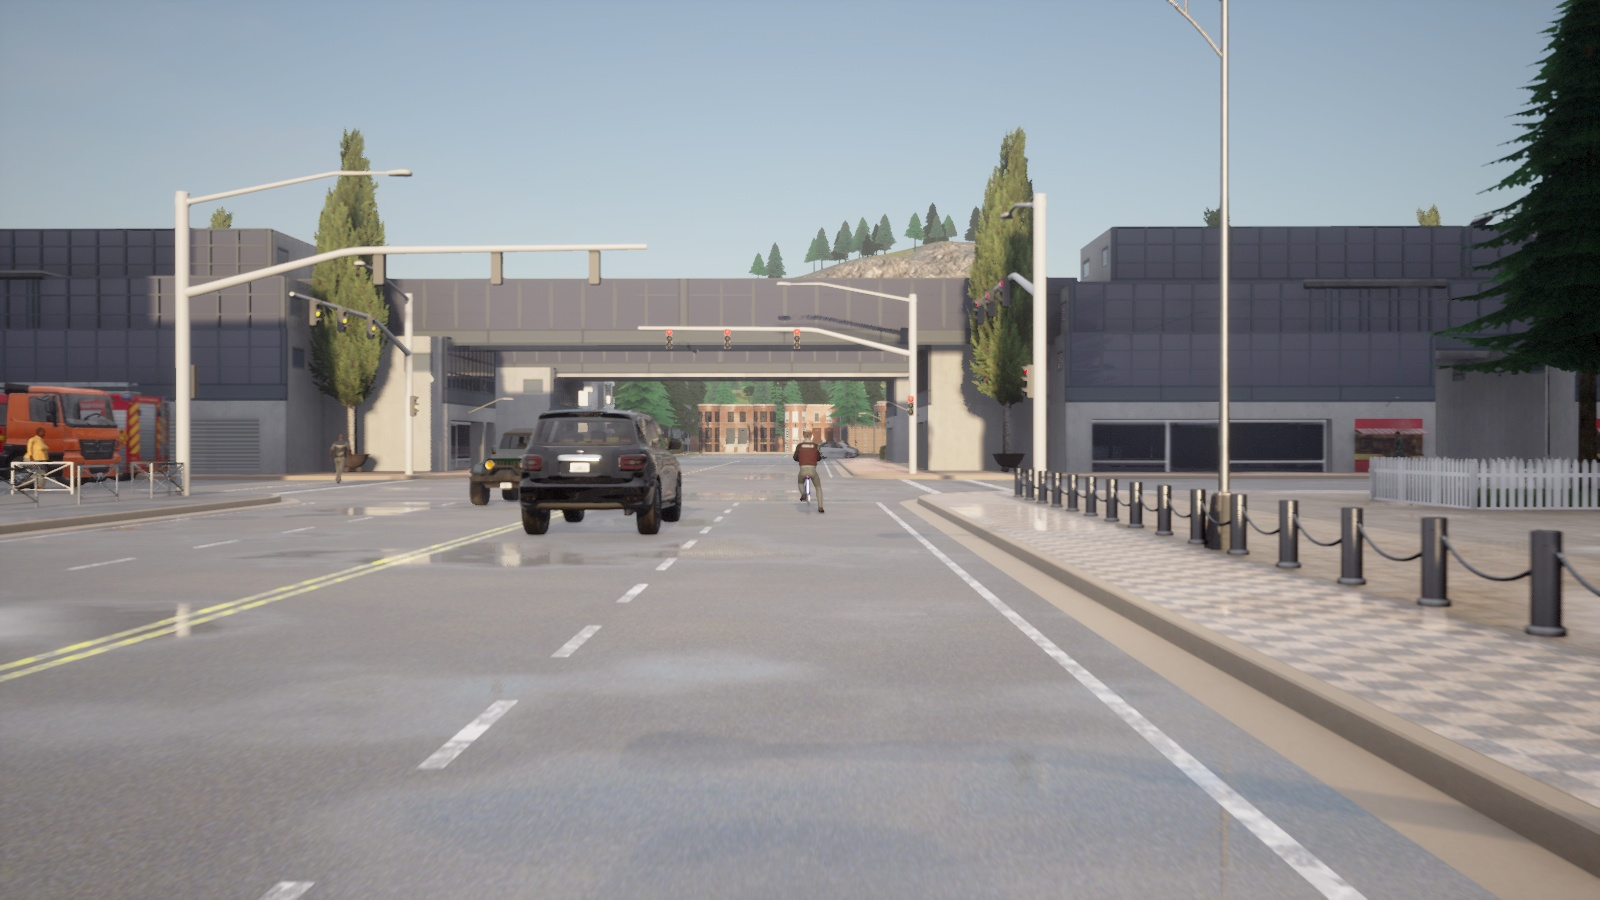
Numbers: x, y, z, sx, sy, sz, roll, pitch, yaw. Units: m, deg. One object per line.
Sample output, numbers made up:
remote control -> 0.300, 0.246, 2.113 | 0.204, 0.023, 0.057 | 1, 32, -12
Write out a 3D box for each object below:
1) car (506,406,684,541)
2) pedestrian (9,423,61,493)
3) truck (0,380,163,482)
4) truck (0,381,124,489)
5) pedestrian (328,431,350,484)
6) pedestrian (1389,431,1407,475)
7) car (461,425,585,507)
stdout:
car -> -3.361, 0.340, 21.813 | 2.150, 2.045, 5.566 | 0, 0, 0
pedestrian -> -20.534, 0.198, 33.724 | 0.900, 1.855, 0.874 | 0, 0, -6
truck -> -29.609, -0.716, 48.604 | 8.468, 3.827, 2.891 | 0, 0, 2
truck -> -27.084, -0.491, 41.524 | 7.936, 3.462, 2.891 | 0, 0, 2
pedestrian -> -16.541, 0.258, 45.038 | 0.563, 1.883, 0.849 | 0, 0, -7
pedestrian -> 25.566, 0.123, 53.694 | 0.614, 1.847, 0.353 | 0, 0, -2
car -> -6.736, 0.362, 30.956 | 1.905, 1.878, 3.866 | 0, 0, 5
